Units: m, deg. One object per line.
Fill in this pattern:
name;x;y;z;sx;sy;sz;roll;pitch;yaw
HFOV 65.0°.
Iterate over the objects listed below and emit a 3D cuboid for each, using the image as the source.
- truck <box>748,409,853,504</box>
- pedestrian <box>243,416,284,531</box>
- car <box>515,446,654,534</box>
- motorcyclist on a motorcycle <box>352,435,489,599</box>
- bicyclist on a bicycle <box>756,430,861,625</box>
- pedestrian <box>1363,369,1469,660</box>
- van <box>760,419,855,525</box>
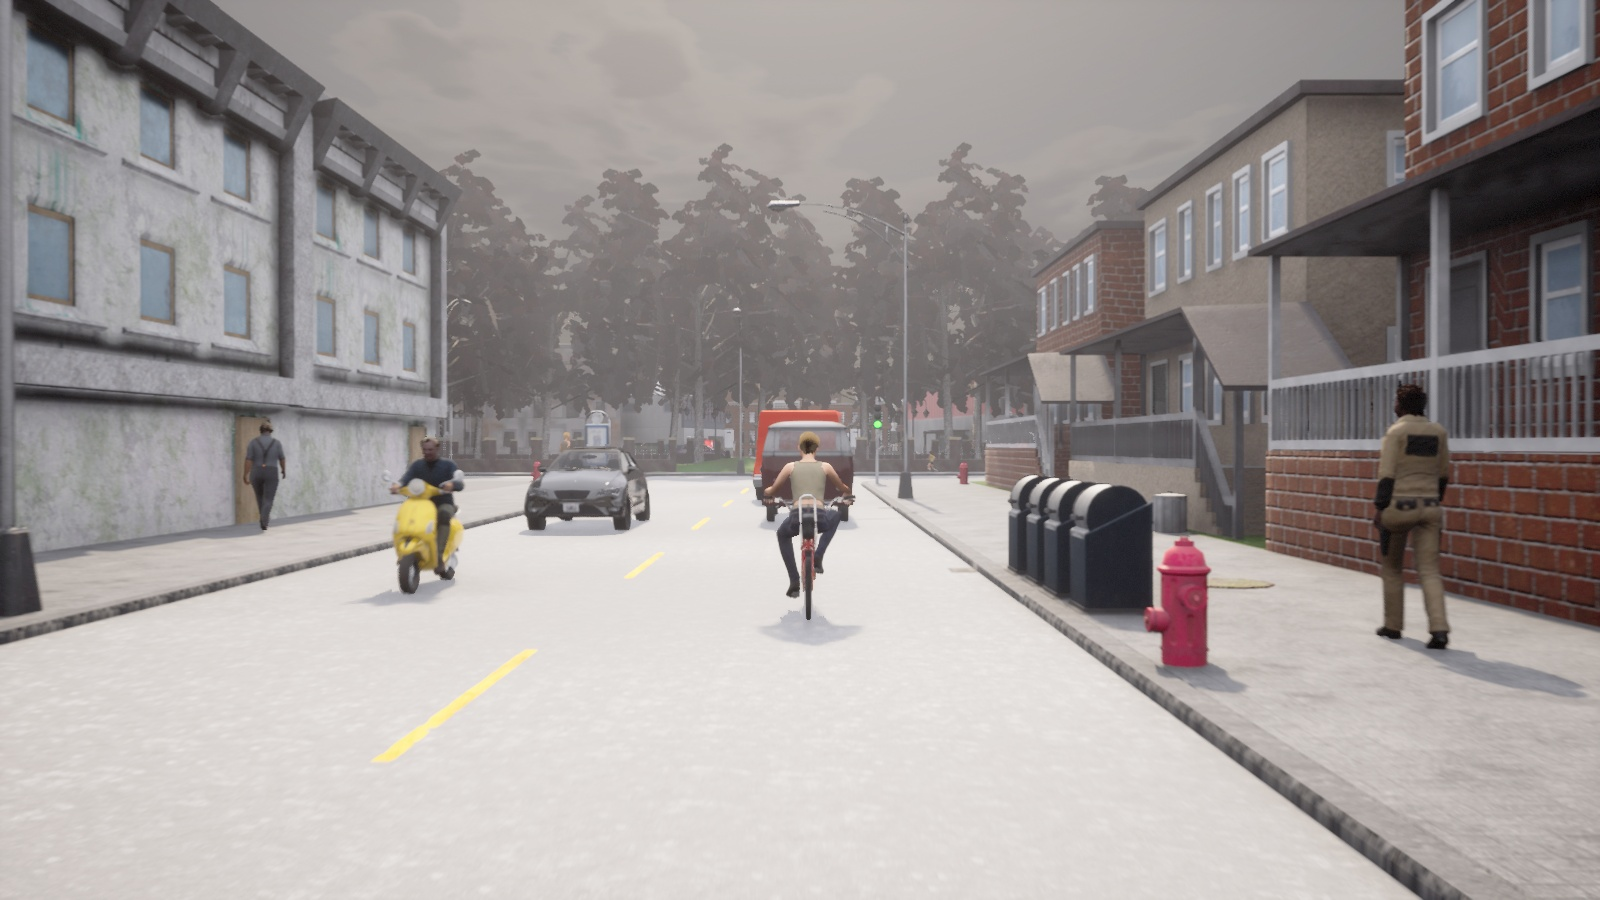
truck;0.124;0.132;35.222;2.627;2.467;5.204;0;1;3
pedestrian;-8.761;0.371;20.512;0.540;1.848;0.694;0;0;-16
car;-3.857;0.669;23.138;1.816;1.474;4.193;0;0;0
motorcyclist on a motorcycle;-3.913;0.647;13.109;0.866;1.590;1.817;0;0;0
bicyclist on a bicycle;0.075;0.641;11.155;0.866;1.612;1.509;0;0;0
pedestrian;4.249;0.427;8.694;0.396;1.930;0.692;0;0;1
van;0.156;0.401;25.702;1.775;1.987;4.442;0;0;0
